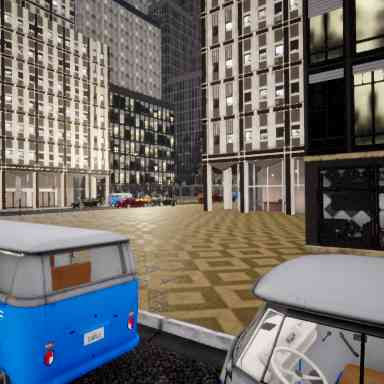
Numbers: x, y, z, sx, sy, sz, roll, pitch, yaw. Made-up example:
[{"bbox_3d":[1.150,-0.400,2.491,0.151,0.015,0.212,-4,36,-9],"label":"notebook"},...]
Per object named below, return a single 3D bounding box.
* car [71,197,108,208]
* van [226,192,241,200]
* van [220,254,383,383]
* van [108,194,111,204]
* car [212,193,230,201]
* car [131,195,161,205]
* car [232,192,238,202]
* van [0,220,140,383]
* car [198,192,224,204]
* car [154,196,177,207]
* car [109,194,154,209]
[{"bbox_3d":[-13.818,1.403,43.808,1.947,1.339,4.313,0,0,36],"label":"car"},{"bbox_3d":[9.528,0.872,75.647,1.690,1.788,3.998,0,0,36],"label":"van"},{"bbox_3d":[1.964,1.341,1.486,3.998,1.788,1.690,0,-1,36],"label":"van"},{"bbox_3d":[-10.485,1.135,48.356,1.690,1.788,3.998,0,0,36],"label":"van"},{"bbox_3d":[6.193,1.016,71.098,1.967,1.590,4.097,0,0,36],"label":"car"},{"bbox_3d":[-7.248,1.278,52.768,1.752,1.417,4.829,0,0,36],"label":"car"},{"bbox_3d":[6.299,1.101,57.072,2.008,1.369,4.403,0,0,36],"label":"car"},{"bbox_3d":[-2.574,1.342,4.728,3.998,1.788,1.690,0,-1,36],"label":"van"},{"bbox_3d":[2.963,0.908,52.525,2.192,1.841,5.009,0,0,36],"label":"car"},{"bbox_3d":[-3.703,1.230,43.433,2.008,1.369,4.403,0,0,36],"label":"car"},{"bbox_3d":[-7.037,1.267,38.886,1.887,1.381,4.507,0,0,36],"label":"car"}]
